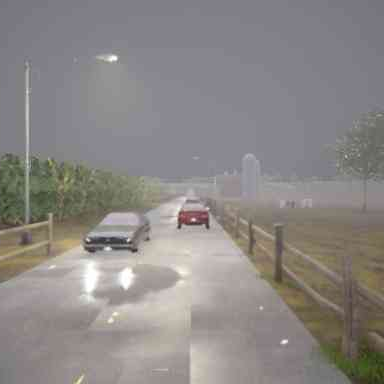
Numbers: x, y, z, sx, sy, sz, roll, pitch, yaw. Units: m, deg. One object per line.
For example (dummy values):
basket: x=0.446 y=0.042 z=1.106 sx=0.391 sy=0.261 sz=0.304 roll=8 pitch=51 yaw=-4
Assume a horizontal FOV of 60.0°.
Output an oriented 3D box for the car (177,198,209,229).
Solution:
car: x=0.087 y=1.408 z=21.329 sx=1.882 sy=1.535 sz=5.008 roll=0 pitch=0 yaw=0

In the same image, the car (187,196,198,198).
car: x=0.077 y=1.310 z=43.739 sx=1.882 sy=1.535 sz=5.008 roll=0 pitch=0 yaw=0

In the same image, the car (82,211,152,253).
car: x=-2.785 y=1.506 z=13.725 sx=2.033 sy=1.411 sz=5.357 roll=0 pitch=0 yaw=1
